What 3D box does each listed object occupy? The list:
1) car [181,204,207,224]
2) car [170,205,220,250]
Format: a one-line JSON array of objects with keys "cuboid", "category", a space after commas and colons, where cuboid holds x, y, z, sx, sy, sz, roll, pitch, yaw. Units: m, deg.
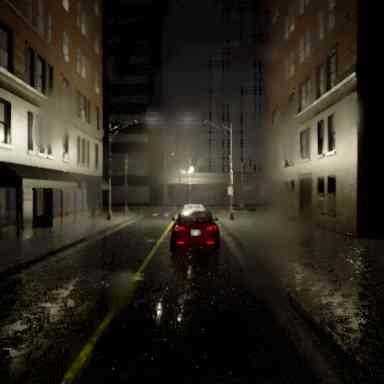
[{"cuboid": [0.135, 1.645, 26.245, 1.895, 1.301, 4.718, 0, 0, 0], "category": "car"}, {"cuboid": [0.131, 1.526, 14.511, 2.163, 1.488, 4.792, 0, 0, 0], "category": "car"}]
